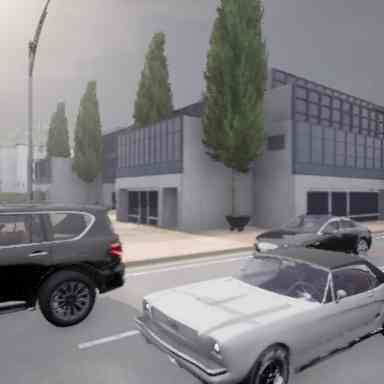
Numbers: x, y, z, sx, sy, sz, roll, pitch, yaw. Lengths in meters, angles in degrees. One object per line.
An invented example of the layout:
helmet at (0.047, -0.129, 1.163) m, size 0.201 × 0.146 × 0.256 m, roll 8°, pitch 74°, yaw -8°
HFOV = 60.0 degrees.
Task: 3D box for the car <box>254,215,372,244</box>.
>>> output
car at (4.182, 1.556, 11.270) m, size 4.902 × 1.511 × 2.128 m, roll 0°, pitch 0°, yaw -35°

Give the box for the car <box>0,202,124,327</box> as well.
car at (-3.876, 1.222, 5.543) m, size 5.566 × 2.045 × 2.150 m, roll 0°, pitch 0°, yaw -35°

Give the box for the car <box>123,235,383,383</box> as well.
car at (1.569, 1.628, 5.110) m, size 4.718 × 1.301 × 1.895 m, roll 0°, pitch 0°, yaw -35°
